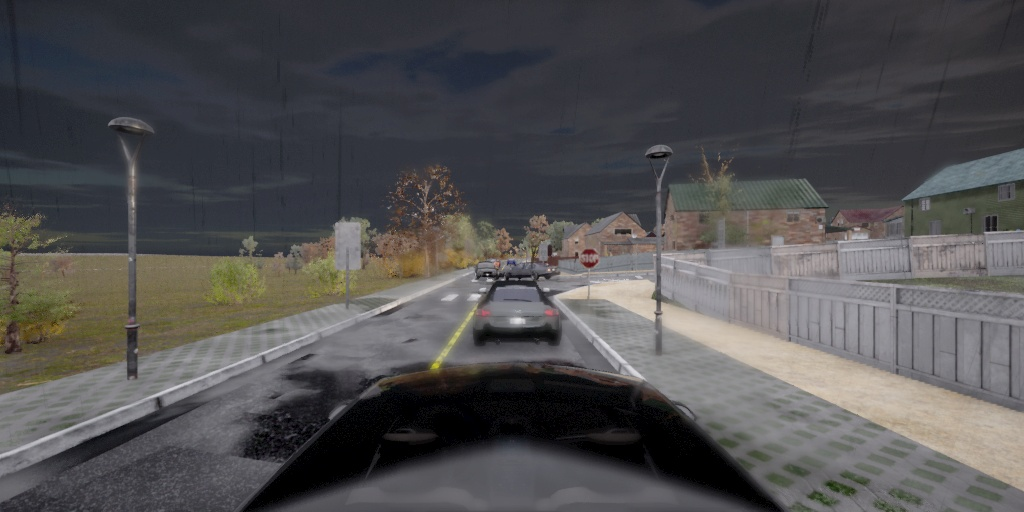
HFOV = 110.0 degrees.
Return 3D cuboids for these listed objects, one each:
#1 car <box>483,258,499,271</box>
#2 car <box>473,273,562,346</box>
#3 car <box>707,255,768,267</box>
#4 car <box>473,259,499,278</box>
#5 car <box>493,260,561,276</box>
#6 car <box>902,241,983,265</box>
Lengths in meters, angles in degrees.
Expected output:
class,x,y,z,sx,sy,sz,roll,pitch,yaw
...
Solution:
class,x,y,z,sx,sy,sz,roll,pitch,yaw
car,-2.933,1.120,51.131,2.097,1.767,4.553,0,0,1
car,0.089,1.313,9.392,1.994,1.385,4.181,0,0,-1
car,14.350,0.413,22.808,4.181,1.385,1.994,-3,0,16
car,-2.302,1.257,31.314,1.837,1.490,4.892,0,0,-8
car,1.290,1.197,28.409,5.357,1.411,2.033,-4,-3,43
car,23.855,-0.209,20.403,4.902,1.511,2.128,-3,0,14
